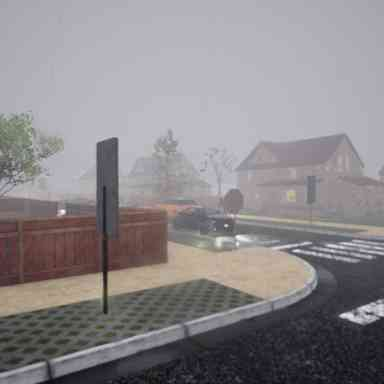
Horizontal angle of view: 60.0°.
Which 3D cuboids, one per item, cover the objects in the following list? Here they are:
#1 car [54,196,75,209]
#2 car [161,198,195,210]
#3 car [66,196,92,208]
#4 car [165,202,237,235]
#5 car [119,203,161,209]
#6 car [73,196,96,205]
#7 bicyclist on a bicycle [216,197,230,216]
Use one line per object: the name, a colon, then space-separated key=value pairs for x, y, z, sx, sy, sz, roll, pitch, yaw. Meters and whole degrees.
car: x=-15.947 y=1.430 z=41.547 sx=1.895 sy=1.301 sz=4.718 roll=0 pitch=0 yaw=-35
car: x=-1.282 y=1.257 z=26.116 sx=2.097 sy=1.767 sz=4.553 roll=0 pitch=0 yaw=-36
car: x=-15.851 y=1.297 z=46.339 sx=2.128 sy=1.511 sz=4.902 roll=0 pitch=0 yaw=-35
car: x=0.577 y=1.514 z=18.468 sx=1.994 sy=1.385 sz=4.181 roll=0 pitch=0 yaw=-36
car: x=-4.551 y=1.509 z=25.610 sx=1.895 sy=1.301 sz=4.718 roll=0 pitch=0 yaw=-36
car: x=-10.073 y=1.432 z=33.316 sx=1.994 sy=1.385 sz=4.181 roll=0 pitch=0 yaw=-35
bicyclist on a bicycle: x=2.362 y=1.206 z=26.024 sx=1.656 sy=1.620 sz=0.582 roll=-1 pitch=1 yaw=-36
